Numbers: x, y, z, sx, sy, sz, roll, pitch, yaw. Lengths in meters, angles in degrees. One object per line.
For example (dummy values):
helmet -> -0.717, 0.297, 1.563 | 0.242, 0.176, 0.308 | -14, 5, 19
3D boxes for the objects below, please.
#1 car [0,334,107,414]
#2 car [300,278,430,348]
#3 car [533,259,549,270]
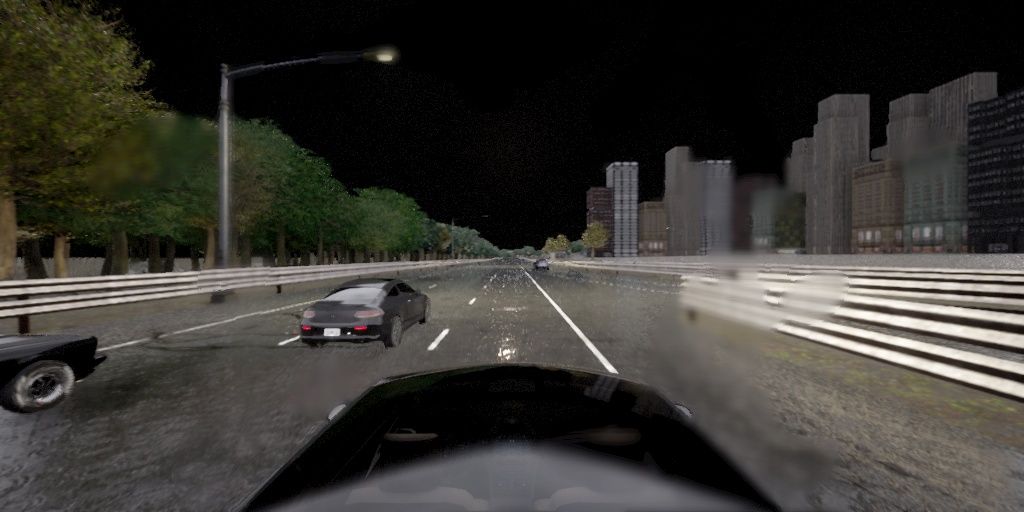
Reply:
car -> -6.903, 1.351, 3.084 | 1.895, 1.301, 4.718 | 0, 0, 0
car -> -3.402, 1.277, 9.084 | 1.812, 1.442, 4.674 | 0, 0, 0
car -> 4.370, 1.316, 54.959 | 2.033, 1.649, 4.856 | 0, 0, -5
